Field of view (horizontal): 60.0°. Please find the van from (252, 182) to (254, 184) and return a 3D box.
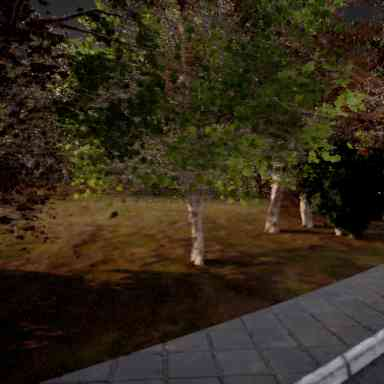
[{"bbox_3d":[14.228,-1.804,85.136,1.878,1.987,4.442,5,2,36],"label":"van"}]
